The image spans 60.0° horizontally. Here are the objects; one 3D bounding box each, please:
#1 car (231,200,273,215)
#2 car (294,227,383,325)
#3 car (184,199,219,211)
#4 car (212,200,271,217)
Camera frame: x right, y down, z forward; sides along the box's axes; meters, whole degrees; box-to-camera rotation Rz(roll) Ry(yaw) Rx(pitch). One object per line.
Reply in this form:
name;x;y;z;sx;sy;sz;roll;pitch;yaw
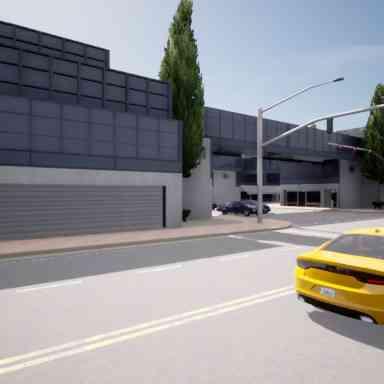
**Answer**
car;6.374;1.564;35.615;1.994;1.385;4.181;0;0;-37
car;4.221;1.478;6.856;5.008;1.535;1.882;0;0;-36
car;1.140;1.601;42.599;1.895;1.301;4.718;0;0;-37
car;4.650;1.547;32.080;2.033;1.411;5.357;0;0;-37
